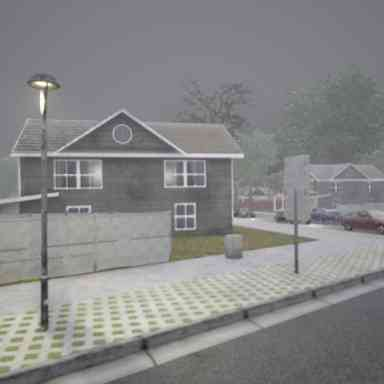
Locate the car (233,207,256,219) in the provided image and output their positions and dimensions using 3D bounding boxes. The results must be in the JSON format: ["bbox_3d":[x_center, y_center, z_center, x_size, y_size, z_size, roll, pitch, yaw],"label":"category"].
[{"bbox_3d":[6.668,2.695,43.118,1.994,1.385,4.181,-1,-2,-13],"label":"car"}]

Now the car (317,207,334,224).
[{"bbox_3d":[12.382,2.208,32.042,1.812,1.442,4.674,-1,-2,-14],"label":"car"}]

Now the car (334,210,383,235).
[{"bbox_3d":[11.840,1.920,21.811,1.812,1.442,4.674,-1,-2,-14],"label":"car"}]

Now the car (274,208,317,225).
[{"bbox_3d":[9.468,2.304,31.453,1.994,1.385,4.181,-1,-2,-13],"label":"car"}]
